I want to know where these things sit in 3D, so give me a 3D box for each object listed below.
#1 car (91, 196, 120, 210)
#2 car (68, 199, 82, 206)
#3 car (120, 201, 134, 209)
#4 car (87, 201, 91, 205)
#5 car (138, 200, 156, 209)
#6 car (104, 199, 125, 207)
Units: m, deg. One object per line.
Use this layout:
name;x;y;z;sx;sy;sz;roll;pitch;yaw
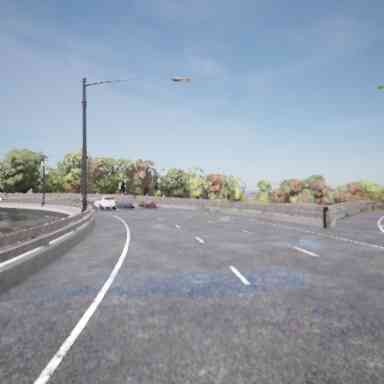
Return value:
car;-13.358;1.704;51.002;2.150;2.045;5.566;0;-1;-30
car;-23.086;2.163;65.483;1.837;1.490;4.892;0;-1;-41
car;-10.925;2.057;53.612;1.994;1.385;4.181;0;-1;-29
car;-19.451;2.201;66.509;1.994;1.385;4.181;0;-1;-38
car;-7.360;2.004;54.473;1.812;1.442;4.674;0;-1;-29
car;-15.692;2.172;67.320;2.033;1.411;5.357;0;-1;-38
